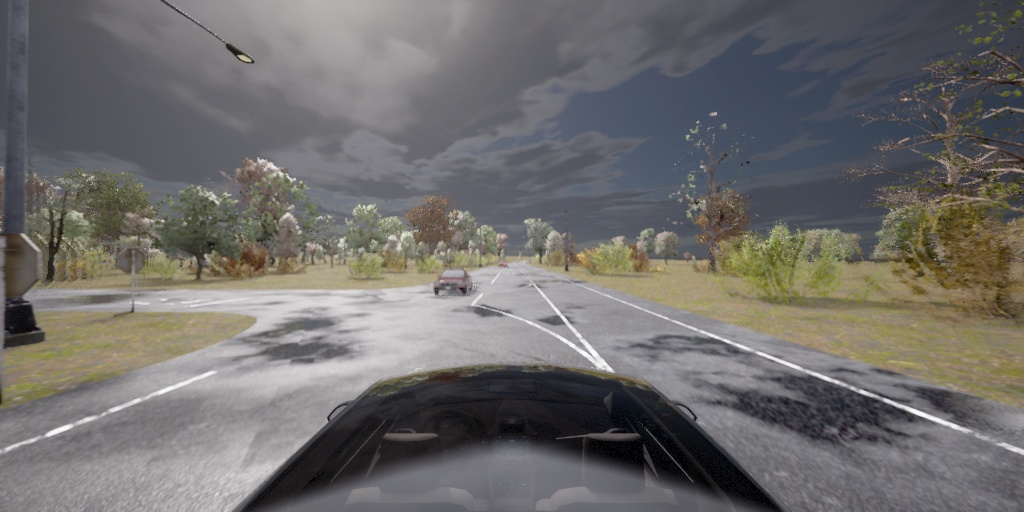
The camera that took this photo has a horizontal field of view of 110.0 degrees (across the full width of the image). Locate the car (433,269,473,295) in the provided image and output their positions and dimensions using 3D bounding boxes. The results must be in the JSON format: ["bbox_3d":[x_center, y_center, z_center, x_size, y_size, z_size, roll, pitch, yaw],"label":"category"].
[{"bbox_3d":[-3.480,1.501,21.892,1.812,1.442,4.674,0,-1,0],"label":"car"}]
